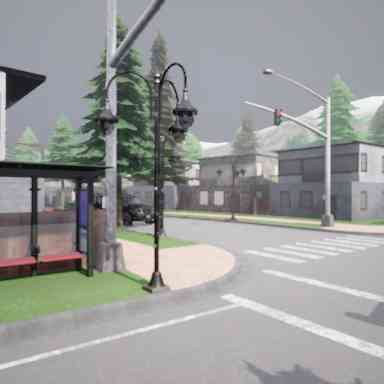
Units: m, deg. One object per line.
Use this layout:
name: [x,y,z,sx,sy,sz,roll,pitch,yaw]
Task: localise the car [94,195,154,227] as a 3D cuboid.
car: [-4.821,1.235,23.346,5.566,2.045,2.150,0,0,43]
